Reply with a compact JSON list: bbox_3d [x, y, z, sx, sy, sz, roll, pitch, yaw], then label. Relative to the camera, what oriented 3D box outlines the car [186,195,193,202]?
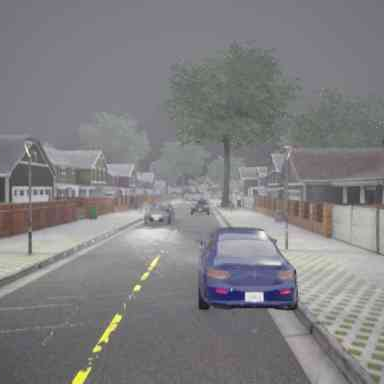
[{"bbox_3d":[-0.411,1.589,80.529,2.128,1.511,4.902,0,0,2],"label":"car"}]

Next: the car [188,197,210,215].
[{"bbox_3d":[0.898,1.520,34.281,1.812,1.442,4.674,0,0,3],"label":"car"}]

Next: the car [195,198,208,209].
[{"bbox_3d":[1.329,1.533,46.475,1.812,1.442,4.674,0,0,2],"label":"car"}]

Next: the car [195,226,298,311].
[{"bbox_3d":[1.059,1.520,7.645,1.812,1.442,4.674,0,0,1],"label":"car"}]

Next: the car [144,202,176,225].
[{"bbox_3d":[-2.251,1.480,24.128,2.128,1.511,4.902,0,0,2],"label":"car"}]
